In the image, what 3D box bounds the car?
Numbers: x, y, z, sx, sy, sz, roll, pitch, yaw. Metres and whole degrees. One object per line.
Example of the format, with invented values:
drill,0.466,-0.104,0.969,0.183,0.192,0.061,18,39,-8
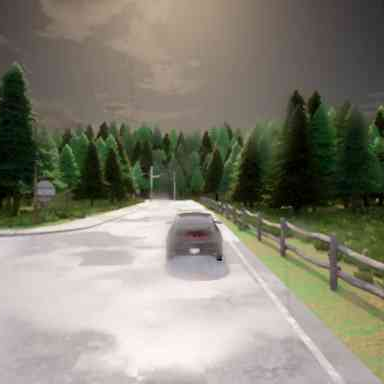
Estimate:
car,0.082,1.514,12.427,1.837,1.490,4.892,0,0,0
